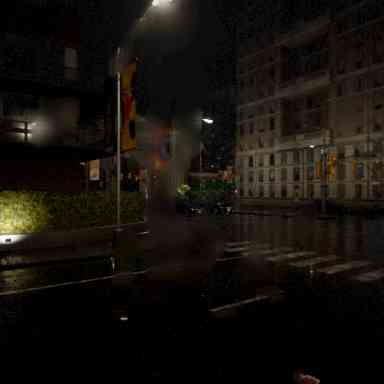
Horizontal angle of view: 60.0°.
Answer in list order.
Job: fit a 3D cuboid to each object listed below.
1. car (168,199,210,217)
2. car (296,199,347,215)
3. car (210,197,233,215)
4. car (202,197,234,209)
[{"bbox_3d":[-0.621,1.526,32.112,1.812,1.442,4.674,0,0,-35],"label":"car"},{"bbox_3d":[12.844,1.477,33.309,1.882,1.535,5.008,0,0,-35],"label":"car"},{"bbox_3d":[2.170,1.491,34.229,2.128,1.511,4.902,0,0,-35],"label":"car"},{"bbox_3d":[3.561,1.504,46.463,1.837,1.490,4.892,0,0,-35],"label":"car"}]
